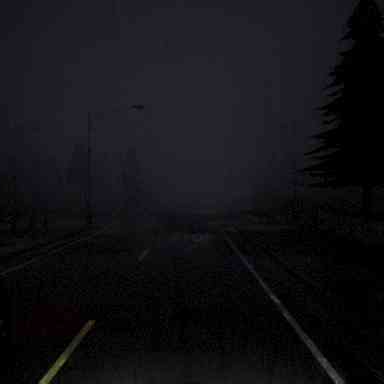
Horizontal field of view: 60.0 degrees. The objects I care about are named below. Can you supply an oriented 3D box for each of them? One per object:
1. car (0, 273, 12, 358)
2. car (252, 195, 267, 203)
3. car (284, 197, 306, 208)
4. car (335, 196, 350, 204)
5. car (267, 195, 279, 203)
[{"bbox_3d":[-3.588,1.359,2.780,2.097,1.767,4.553,0,0,0],"label":"car"},{"bbox_3d":[14.171,1.483,72.108,2.007,1.523,4.514,0,0,0],"label":"car"},{"bbox_3d":[13.936,1.464,46.075,1.845,1.501,3.633,0,0,0],"label":"car"},{"bbox_3d":[29.082,1.444,64.346,1.845,1.501,3.633,0,0,0],"label":"car"},{"bbox_3d":[17.309,1.473,72.131,2.152,1.636,5.027,0,0,0],"label":"car"}]
